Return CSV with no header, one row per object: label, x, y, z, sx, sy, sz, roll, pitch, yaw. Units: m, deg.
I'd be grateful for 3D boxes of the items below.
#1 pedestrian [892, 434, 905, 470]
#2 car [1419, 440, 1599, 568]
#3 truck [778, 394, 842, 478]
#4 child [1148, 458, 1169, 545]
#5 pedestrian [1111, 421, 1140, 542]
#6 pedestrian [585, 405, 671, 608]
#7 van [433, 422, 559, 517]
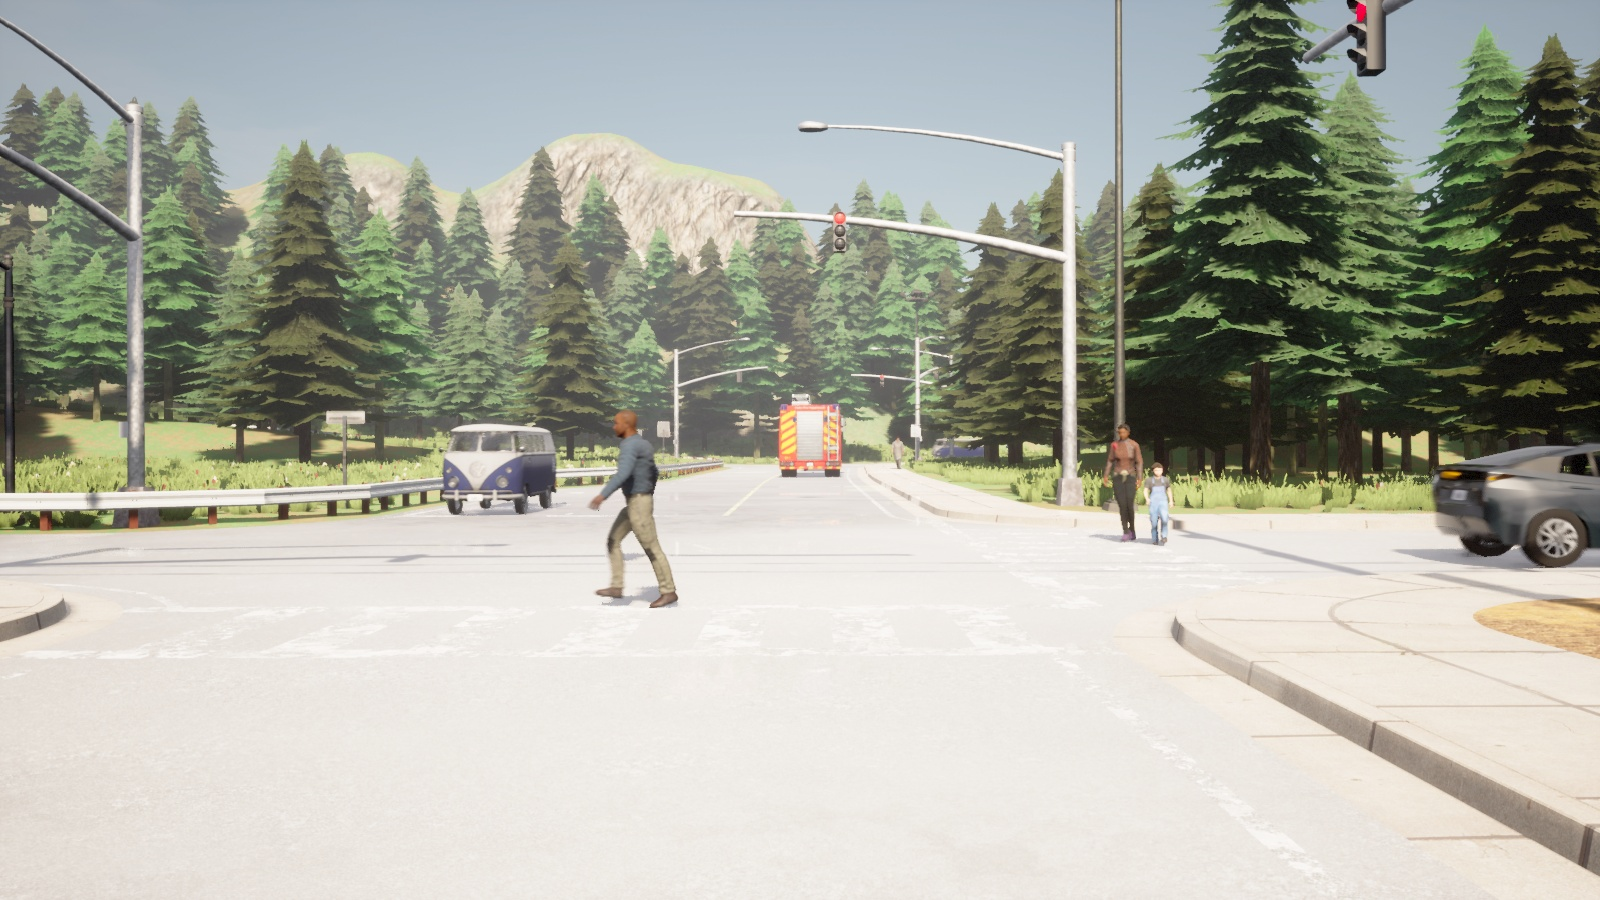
pedestrian,5.352,0.128,68.216,0.659,1.952,0.873,0,0,4
car,10.571,0.635,15.860,4.514,1.525,2.007,0,0,2
truck,0.581,-0.660,61.508,2.891,3.827,8.468,0,0,2
child,5.316,0.760,18.631,0.270,1.263,0.437,0,0,11
pedestrian,4.994,0.471,19.239,0.328,1.805,0.869,0,0,21
pedestrian,-1.579,0.511,11.567,0.726,1.835,0.370,0,0,1
van,-6.832,0.407,28.705,1.775,1.987,4.442,0,0,0
